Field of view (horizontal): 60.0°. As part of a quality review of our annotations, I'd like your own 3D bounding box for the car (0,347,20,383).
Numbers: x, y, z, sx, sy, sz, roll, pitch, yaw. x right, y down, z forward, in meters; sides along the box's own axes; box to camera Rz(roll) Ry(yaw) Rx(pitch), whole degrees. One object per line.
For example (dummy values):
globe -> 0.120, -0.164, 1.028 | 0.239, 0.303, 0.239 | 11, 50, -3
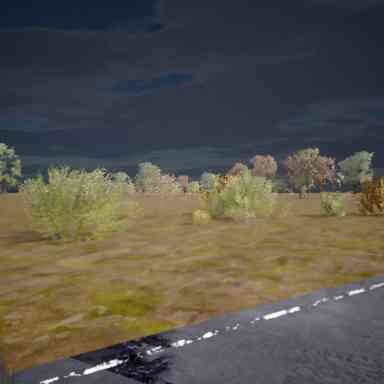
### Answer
car -> -3.392, 1.551, 0.970 | 5.357, 1.411, 2.033 | 0, 0, -35
